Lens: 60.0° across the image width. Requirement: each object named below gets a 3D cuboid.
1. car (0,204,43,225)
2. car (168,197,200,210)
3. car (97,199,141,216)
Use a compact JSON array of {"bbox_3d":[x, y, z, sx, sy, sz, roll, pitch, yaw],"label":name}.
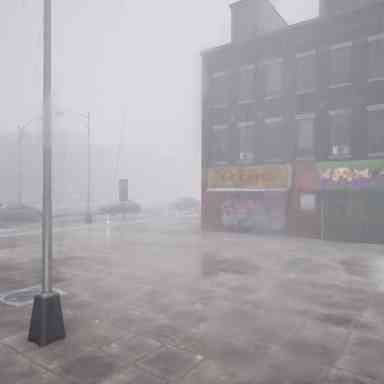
[{"bbox_3d":[-12.736,1.512,23.470,1.994,1.385,4.181,0,0,36],"label":"car"},{"bbox_3d":[-0.912,1.378,40.200,1.837,1.490,4.892,0,0,36],"label":"car"},{"bbox_3d":[-6.866,1.435,31.784,1.812,1.442,4.674,0,0,35],"label":"car"}]
